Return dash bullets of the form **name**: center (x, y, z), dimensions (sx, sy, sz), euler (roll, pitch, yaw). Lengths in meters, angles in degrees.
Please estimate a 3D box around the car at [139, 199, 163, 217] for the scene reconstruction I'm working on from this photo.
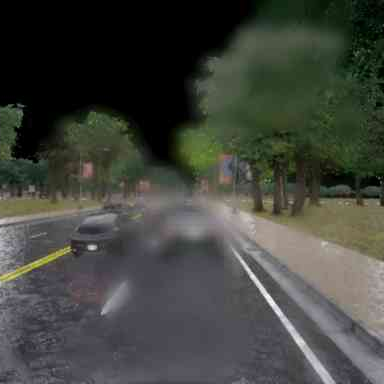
- **car**: center (-3.162, 1.608, 29.079), dimensions (1.812, 1.442, 4.674), euler (0, 0, 0)

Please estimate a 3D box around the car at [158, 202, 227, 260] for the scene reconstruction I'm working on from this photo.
- **car**: center (0.084, 1.370, 12.641), dimensions (2.097, 1.767, 4.553), euler (0, 0, 0)

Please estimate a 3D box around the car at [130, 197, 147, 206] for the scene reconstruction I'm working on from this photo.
- **car**: center (-6.589, 1.518, 42.954), dimensions (2.097, 1.767, 4.553), euler (0, 0, 0)

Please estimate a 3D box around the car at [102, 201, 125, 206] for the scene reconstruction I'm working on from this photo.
- **car**: center (-9.844, 1.762, 41.908), dimensions (1.895, 1.301, 4.718), euler (0, 0, 0)

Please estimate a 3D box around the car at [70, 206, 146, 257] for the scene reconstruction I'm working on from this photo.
- **car**: center (-3.165, 1.522, 12.996), dimensions (1.837, 1.490, 4.892), euler (0, 0, 0)

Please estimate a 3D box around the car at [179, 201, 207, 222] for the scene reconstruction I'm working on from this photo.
- **car**: center (0.084, 1.568, 28.093), dimensions (2.128, 1.511, 4.902), euler (0, 0, 0)
